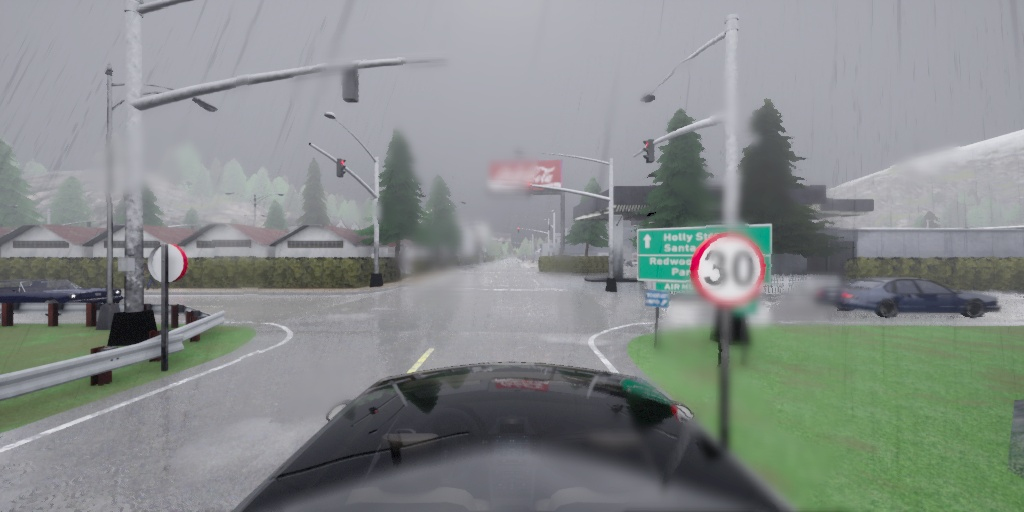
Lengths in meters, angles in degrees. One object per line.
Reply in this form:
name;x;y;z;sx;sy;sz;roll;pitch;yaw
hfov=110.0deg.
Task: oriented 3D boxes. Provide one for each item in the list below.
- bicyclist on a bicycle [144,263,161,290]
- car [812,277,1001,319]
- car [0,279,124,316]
bicyclist on a bicycle;-21.674;1.244;21.323;0.582;1.620;1.656;0;0;1
car;14.458;1.489;13.362;5.357;1.411;2.033;0;0;1
car;-18.086;1.542;13.792;4.718;1.301;1.895;0;0;1
